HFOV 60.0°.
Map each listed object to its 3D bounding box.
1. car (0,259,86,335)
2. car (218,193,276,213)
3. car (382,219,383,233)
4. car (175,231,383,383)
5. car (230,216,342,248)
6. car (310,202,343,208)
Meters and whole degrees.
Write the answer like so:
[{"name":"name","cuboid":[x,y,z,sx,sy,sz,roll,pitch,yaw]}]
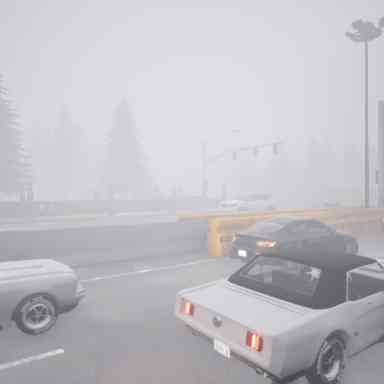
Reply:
[{"name":"car","cuboid":[-4.178,1.601,5.065,4.718,1.301,1.895,0,0,-35]},{"name":"car","cuboid":[4.866,1.090,28.727,5.566,2.045,2.150,0,0,-35]},{"name":"car","cuboid":[10.630,1.410,15.563,4.674,1.442,1.812,-1,0,-36]},{"name":"car","cuboid":[2.174,1.577,5.280,4.718,1.301,1.895,-1,0,-35]},{"name":"car","cuboid":[3.242,1.475,10.321,4.674,1.442,1.812,-1,0,-35]},{"name":"car","cuboid":[9.444,1.423,23.384,4.181,1.385,1.994,0,0,-35]}]
